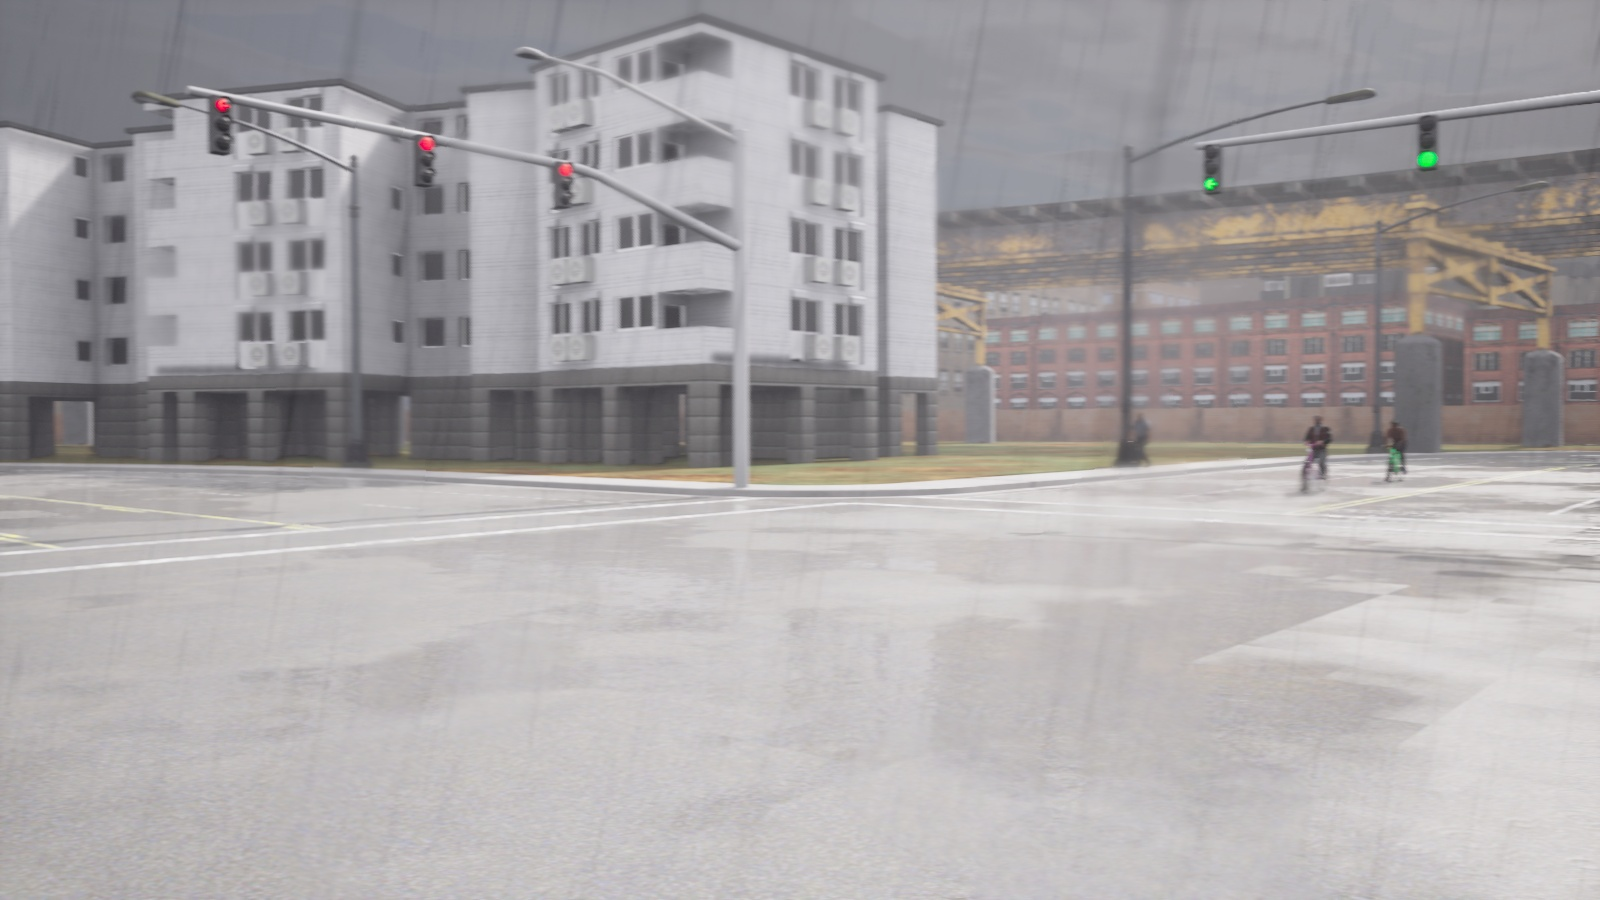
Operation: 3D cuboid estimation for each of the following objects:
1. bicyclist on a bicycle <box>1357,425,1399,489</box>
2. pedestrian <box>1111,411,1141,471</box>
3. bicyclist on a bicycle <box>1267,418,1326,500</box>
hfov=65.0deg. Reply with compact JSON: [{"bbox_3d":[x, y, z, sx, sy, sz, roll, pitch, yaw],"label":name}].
[{"bbox_3d":[15.272,0.162,33.164,0.582,1.620,1.656,1,2,39],"label":"bicyclist on a bicycle"},{"bbox_3d":[10.091,-0.279,38.853,0.694,1.848,0.540,-1,1,-33],"label":"pedestrian"},{"bbox_3d":[11.109,0.174,28.059,0.659,1.776,1.843,1,1,40],"label":"bicyclist on a bicycle"}]
